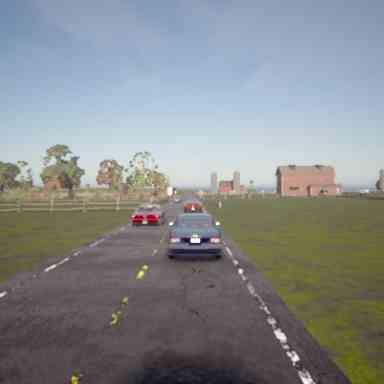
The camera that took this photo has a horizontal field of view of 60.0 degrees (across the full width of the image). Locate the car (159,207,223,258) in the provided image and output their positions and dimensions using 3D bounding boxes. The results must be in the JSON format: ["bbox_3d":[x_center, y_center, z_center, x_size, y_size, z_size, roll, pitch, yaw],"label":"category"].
[{"bbox_3d":[0.100,1.513,12.604,2.033,1.411,5.357,0,0,0],"label":"car"}]

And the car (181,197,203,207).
[{"bbox_3d":[0.101,1.428,33.844,1.812,1.442,4.674,0,0,0],"label":"car"}]

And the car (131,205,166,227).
[{"bbox_3d":[-2.850,1.538,22.359,1.895,1.301,4.718,0,0,0],"label":"car"}]

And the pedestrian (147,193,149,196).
[{"bbox_3d":[-12.152,1.153,90.980,0.375,1.860,0.375,0,1,0],"label":"pedestrian"}]

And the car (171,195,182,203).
[{"bbox_3d":[-2.770,1.343,62.884,1.812,1.442,4.674,0,0,1],"label":"car"}]
